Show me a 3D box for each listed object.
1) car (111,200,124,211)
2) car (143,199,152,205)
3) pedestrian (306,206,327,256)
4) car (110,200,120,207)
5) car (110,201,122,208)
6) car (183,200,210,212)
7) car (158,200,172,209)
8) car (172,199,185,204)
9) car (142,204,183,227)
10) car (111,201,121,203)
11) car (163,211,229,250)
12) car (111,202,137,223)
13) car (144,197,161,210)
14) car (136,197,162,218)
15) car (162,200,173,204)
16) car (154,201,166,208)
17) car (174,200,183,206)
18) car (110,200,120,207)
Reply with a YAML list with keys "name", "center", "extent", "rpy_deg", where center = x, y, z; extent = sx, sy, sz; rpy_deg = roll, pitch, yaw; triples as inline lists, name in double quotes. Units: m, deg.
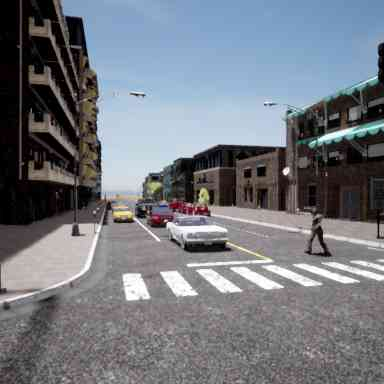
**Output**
- name: "car"
  center: [-11.617, 2.060, 51.665]
  extent: [1.967, 1.590, 4.097]
  rpy_deg: [-1, -1, -14]
- name: "car"
  center: [-11.763, 2.583, 86.880]
  extent: [1.752, 1.417, 4.829]
  rpy_deg: [-1, -1, -14]
- name: "pedestrian"
  center: [4.621, 1.427, 12.366]
  extent: [0.375, 1.860, 0.375]
  rpy_deg: [-1, 0, -14]
- name: "car"
  center: [-17.110, 2.447, 73.698]
  extent: [2.008, 1.369, 4.403]
  rpy_deg: [-1, -1, -14]
- name: "car"
  center: [-14.360, 2.324, 62.681]
  extent: [1.947, 1.339, 4.313]
  rpy_deg: [-1, -1, -14]
- name: "car"
  center: [0.671, 1.875, 37.151]
  extent: [1.967, 1.590, 4.097]
  rpy_deg: [-1, -1, -14]
- name: "car"
  center: [-4.889, 2.236, 59.341]
  extent: [1.752, 1.417, 4.829]
  rpy_deg: [-1, -1, -14]
- name: "car"
  center: [-2.100, 1.887, 48.162]
  extent: [2.192, 1.841, 5.009]
  rpy_deg: [-1, -1, -14]
- name: "car"
  center: [-2.328, 1.855, 25.177]
  extent: [1.994, 1.385, 4.181]
  rpy_deg: [0, -1, -15]
- name: "car"
  center: [-7.505, 1.966, 35.136]
  extent: [2.008, 1.369, 4.403]
  rpy_deg: [-1, -1, -14]
- name: "car"
  center: [0.115, 1.773, 15.423]
  extent: [1.895, 1.301, 4.718]
  rpy_deg: [0, -1, -14]
- name: "car"
  center: [-6.141, 1.870, 29.451]
  extent: [1.752, 1.417, 4.829]
  rpy_deg: [-1, -1, -14]
- name: "car"
  center: [-6.729, 1.888, 55.649]
  extent: [2.150, 2.045, 5.566]
  rpy_deg: [0, -1, -14]
- name: "car"
  center: [-4.876, 1.639, 35.483]
  extent: [2.150, 2.045, 5.566]
  rpy_deg: [0, -1, -13]
- name: "car"
  center: [-4.271, 2.111, 46.022]
  extent: [1.994, 1.385, 4.181]
  rpy_deg: [0, -1, -14]
- name: "car"
  center: [-6.222, 2.360, 64.683]
  extent: [1.802, 1.307, 4.206]
  rpy_deg: [-1, -1, -14]
- name: "car"
  center: [-0.722, 2.085, 42.651]
  extent: [1.802, 1.307, 4.206]
  rpy_deg: [-1, -1, -14]
- name: "car"
  center: [-15.735, 2.372, 68.189]
  extent: [1.887, 1.381, 4.507]
  rpy_deg: [-1, -1, -14]
